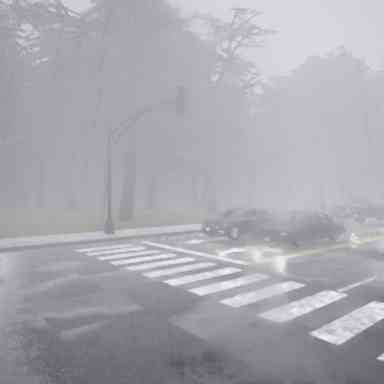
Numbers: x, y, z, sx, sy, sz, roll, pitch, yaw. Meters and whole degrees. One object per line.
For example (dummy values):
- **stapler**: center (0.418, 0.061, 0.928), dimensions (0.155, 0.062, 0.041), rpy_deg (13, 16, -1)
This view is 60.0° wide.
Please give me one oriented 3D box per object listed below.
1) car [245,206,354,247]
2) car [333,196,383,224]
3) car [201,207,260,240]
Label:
- **car**: center (5.155, 1.599, 15.503), dimensions (5.357, 1.411, 2.033), rpy_deg (0, 0, -39)
- **car**: center (13.102, 1.316, 26.216), dimensions (5.566, 2.045, 2.150), rpy_deg (0, -1, -39)
- **car**: center (2.603, 1.576, 17.626), dimensions (4.892, 1.490, 1.837), rpy_deg (0, 0, -41)
